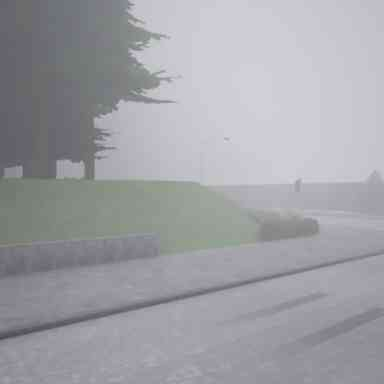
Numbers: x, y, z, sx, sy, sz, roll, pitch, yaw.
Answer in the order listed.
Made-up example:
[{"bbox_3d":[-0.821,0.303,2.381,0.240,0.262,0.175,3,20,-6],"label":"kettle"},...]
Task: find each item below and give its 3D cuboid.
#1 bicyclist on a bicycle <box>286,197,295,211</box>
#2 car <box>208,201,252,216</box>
[{"bbox_3d":[10.945,1.339,36.890,1.656,1.620,0.582,0,0,-36],"label":"bicyclist on a bicycle"},{"bbox_3d":[3.722,1.594,32.554,1.895,1.301,4.718,0,0,-36],"label":"car"}]
